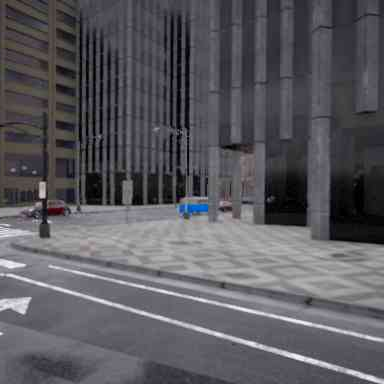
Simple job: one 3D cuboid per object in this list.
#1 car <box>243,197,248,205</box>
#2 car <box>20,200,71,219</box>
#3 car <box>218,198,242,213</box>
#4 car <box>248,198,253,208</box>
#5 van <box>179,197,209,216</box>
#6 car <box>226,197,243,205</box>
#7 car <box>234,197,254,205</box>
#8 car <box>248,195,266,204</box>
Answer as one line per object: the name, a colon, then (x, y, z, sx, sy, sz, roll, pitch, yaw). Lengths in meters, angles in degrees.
car: (9.973, 1.608, 56.167, 1.895, 1.301, 4.718, 1, 0, 36)
car: (-12.869, 1.441, 29.244, 1.967, 1.590, 4.097, 1, 1, 36)
car: (3.598, 1.657, 37.491, 1.802, 1.307, 4.206, 1, 1, 36)
car: (9.967, 1.506, 46.312, 1.967, 1.590, 4.097, 1, 0, 36)
van: (0.414, 1.422, 33.077, 1.690, 1.788, 3.998, 1, 1, 36)
car: (6.237, 1.520, 55.711, 1.887, 1.381, 4.507, 1, 0, 36)
car: (9.421, 1.561, 60.122, 1.802, 1.307, 4.206, 1, 0, 36)
car: (12.607, 1.425, 64.533, 1.967, 1.590, 4.097, 1, 0, 36)
